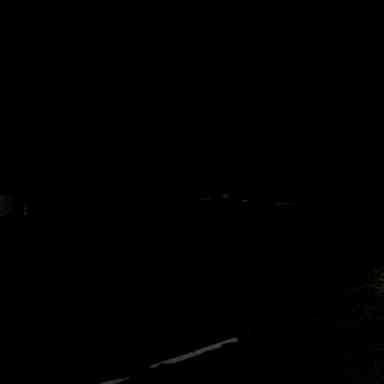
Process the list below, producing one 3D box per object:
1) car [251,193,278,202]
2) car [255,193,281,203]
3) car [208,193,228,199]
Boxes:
[{"bbox_3d":[13.864,1.095,63.600,2.128,1.511,4.902,-1,1,-35],"label":"car"},{"bbox_3d":[13.623,1.027,59.077,2.097,1.767,4.553,-1,1,-36],"label":"car"},{"bbox_3d":[5.844,0.884,74.657,2.033,1.411,5.357,-1,1,-36],"label":"car"}]
